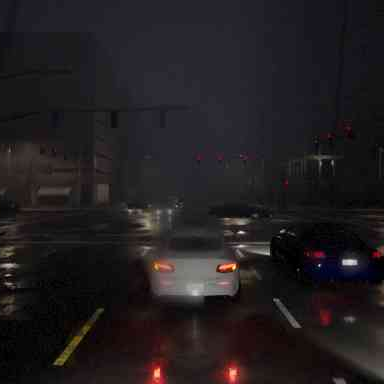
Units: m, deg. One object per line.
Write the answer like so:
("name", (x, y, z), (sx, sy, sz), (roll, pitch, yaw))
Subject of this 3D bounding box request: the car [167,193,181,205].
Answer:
("car", (-3.565, 1.220, 60.056), (2.150, 2.045, 5.566), (0, 0, -1))

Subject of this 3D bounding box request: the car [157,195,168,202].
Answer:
("car", (-6.969, 1.533, 79.084), (2.033, 1.411, 5.357), (0, 0, 0))

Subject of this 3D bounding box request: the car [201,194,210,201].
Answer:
("car", (3.534, 1.316, 86.968), (2.097, 1.767, 4.553), (0, 0, 0))

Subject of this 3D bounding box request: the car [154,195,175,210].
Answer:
("car", (-3.579, 1.526, 43.932), (1.812, 1.442, 4.674), (0, 0, 0))

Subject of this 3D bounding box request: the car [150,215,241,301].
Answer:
("car", (0.073, 1.526, 8.177), (1.812, 1.442, 4.674), (0, 0, 0))

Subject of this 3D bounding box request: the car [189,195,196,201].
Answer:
("car", (0.034, 1.493, 87.215), (1.812, 1.442, 4.674), (0, 0, 0))

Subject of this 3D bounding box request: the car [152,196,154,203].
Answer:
("car", (-7.021, 1.477, 63.631), (1.882, 1.535, 5.008), (0, 0, 0))

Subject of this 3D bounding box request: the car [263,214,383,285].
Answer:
("car", (3.582, 1.564, 9.545), (1.994, 1.385, 4.181), (0, 0, 0))

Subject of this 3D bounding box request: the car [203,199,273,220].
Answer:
("car", (3.918, 1.503, 27.332), (5.357, 1.411, 2.033), (0, 0, 30))

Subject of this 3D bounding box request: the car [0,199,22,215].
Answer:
("car", (-19.336, 1.470, 32.815), (4.674, 1.442, 1.812), (0, 0, 2))

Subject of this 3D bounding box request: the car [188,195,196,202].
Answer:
("car", (0.030, 1.518, 77.887), (2.128, 1.511, 4.902), (0, 0, 0))

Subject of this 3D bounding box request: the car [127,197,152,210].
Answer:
("car", (-7.173, 1.547, 44.255), (2.033, 1.411, 5.357), (0, 0, 2))

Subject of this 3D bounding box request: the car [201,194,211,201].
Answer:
("car", (3.531, 1.546, 78.443), (1.994, 1.385, 4.181), (0, 0, 0))

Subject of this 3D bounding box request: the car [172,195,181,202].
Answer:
("car", (-3.470, 1.478, 75.716), (1.882, 1.535, 5.008), (0, 0, 0))
